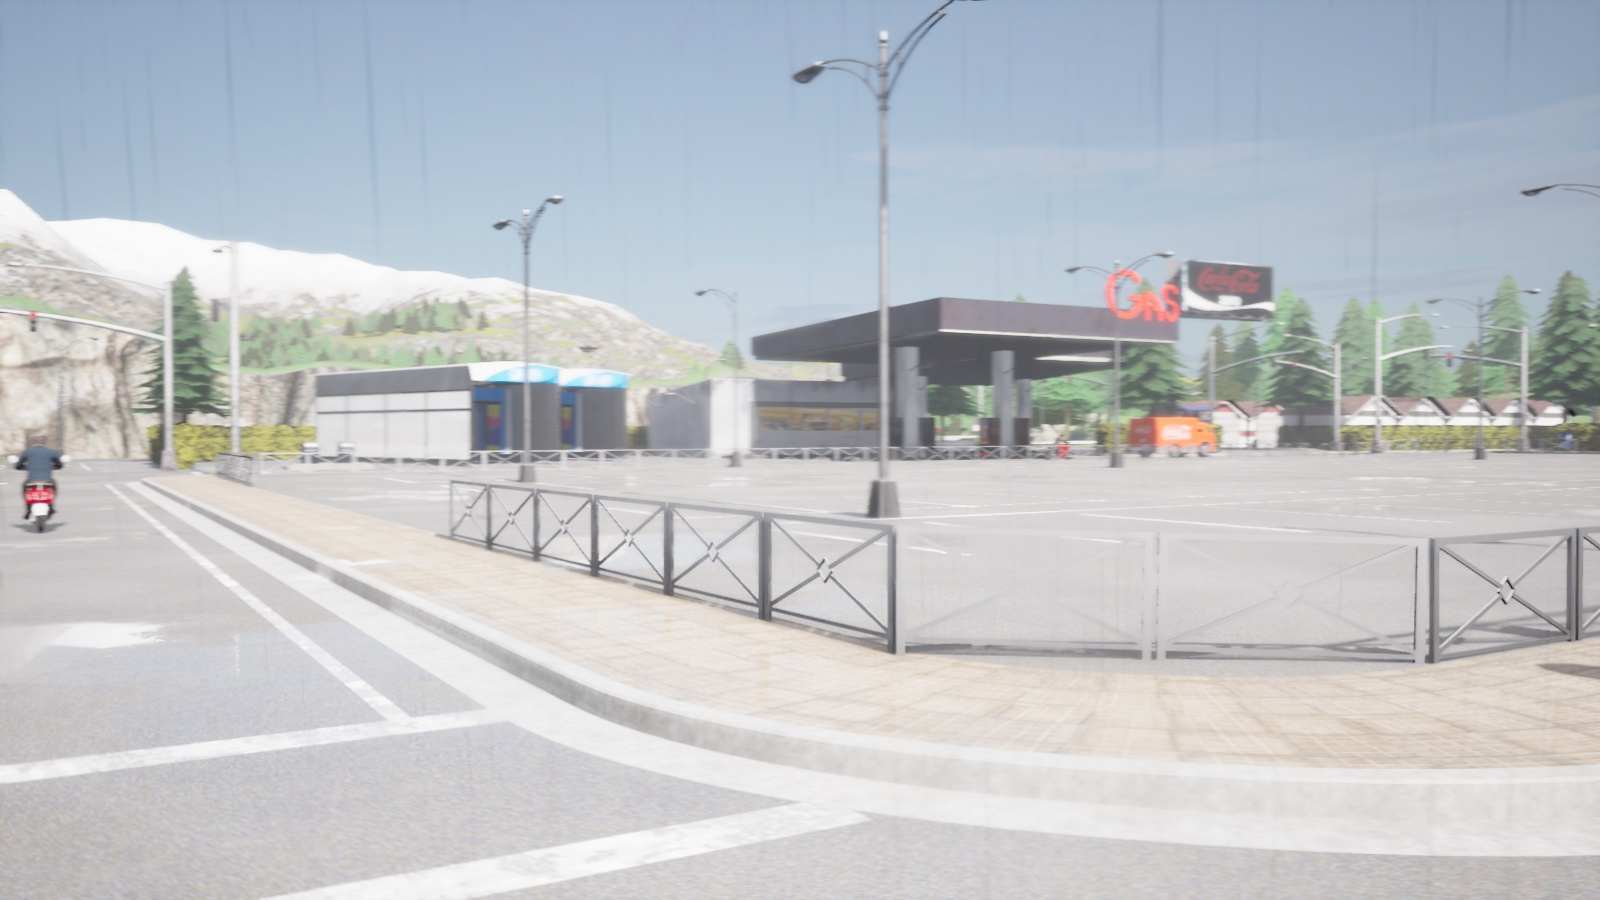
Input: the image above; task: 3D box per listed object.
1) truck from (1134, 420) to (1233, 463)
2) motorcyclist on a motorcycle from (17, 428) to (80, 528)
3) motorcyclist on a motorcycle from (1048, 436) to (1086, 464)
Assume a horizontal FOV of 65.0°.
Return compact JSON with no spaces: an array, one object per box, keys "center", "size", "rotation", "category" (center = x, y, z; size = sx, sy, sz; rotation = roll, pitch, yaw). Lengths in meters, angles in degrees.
[{"center":[22.459,-0.515,73.530],"size":[5.204,2.467,2.627],"rotation":[0,1,-30],"category":"truck"},{"center":[-12.540,0.438,20.970],"size":[0.866,1.590,1.817],"rotation":[0,1,-31],"category":"motorcyclist on a motorcycle"},{"center":[14.707,-0.029,69.123],"size":[2.044,1.523,0.797],"rotation":[0,1,-30],"category":"motorcyclist on a motorcycle"}]
